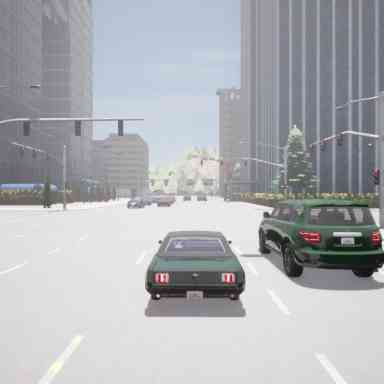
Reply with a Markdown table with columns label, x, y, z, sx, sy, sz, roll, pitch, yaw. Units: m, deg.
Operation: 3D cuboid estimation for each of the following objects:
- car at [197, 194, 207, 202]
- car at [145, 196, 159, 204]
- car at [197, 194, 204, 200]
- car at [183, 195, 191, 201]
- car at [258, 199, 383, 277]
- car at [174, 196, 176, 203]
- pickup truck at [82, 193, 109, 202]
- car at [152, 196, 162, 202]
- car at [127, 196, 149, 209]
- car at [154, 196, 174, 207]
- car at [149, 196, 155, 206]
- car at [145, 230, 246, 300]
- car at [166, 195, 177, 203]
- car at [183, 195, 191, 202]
| label | x | y | z | sx | sy | sz | roll | pitch | yaw |
| --- | --- | --- | --- | --- | --- | --- | --- | --- | --- |
| car | 2.397 | 1.347 | 78.784 | 2.097 | 1.767 | 4.553 | 0 | 0 | -1 |
| car | -7.953 | 1.491 | 66.168 | 2.128 | 1.511 | 4.902 | 0 | 0 | 0 |
| car | 2.254 | 1.386 | 89.065 | 1.882 | 1.535 | 5.008 | 0 | 0 | -1 |
| car | -1.244 | 1.539 | 88.871 | 2.033 | 1.411 | 5.357 | 0 | 0 | -1 |
| car | 3.588 | 1.221 | 10.349 | 2.150 | 2.045 | 5.566 | 0 | 0 | 0 |
| car | -4.423 | 1.600 | 61.898 | 1.895 | 1.301 | 4.718 | 0 | 0 | 0 |
| pickup truck | -21.151 | 1.058 | 73.381 | 2.390 | 2.098 | 6.274 | 0 | 0 | 30 |
| car | -8.070 | 1.587 | 76.348 | 1.895 | 1.301 | 4.718 | 0 | 0 | -1 |
| car | -7.799 | 1.491 | 46.701 | 2.128 | 1.511 | 4.902 | 0 | 0 | 1 |
| car | -4.304 | 1.477 | 51.787 | 1.882 | 1.535 | 5.008 | 0 | 0 | -1 |
| car | -7.866 | 1.525 | 55.962 | 1.812 | 1.442 | 4.674 | 0 | 0 | -1 |
| car | 0.076 | 1.601 | 8.321 | 1.895 | 1.301 | 4.718 | 0 | 0 | 0 |
| car | -4.514 | 1.523 | 72.353 | 2.128 | 1.511 | 4.902 | 0 | 0 | -1 |
| car | -1.099 | 1.499 | 78.516 | 1.837 | 1.490 | 4.892 | 0 | 0 | -1 |
